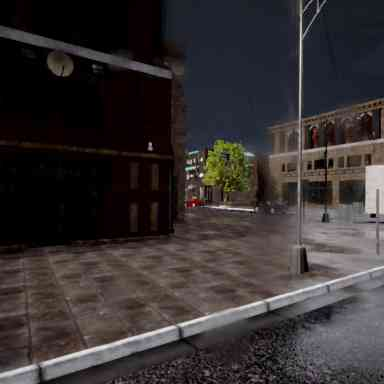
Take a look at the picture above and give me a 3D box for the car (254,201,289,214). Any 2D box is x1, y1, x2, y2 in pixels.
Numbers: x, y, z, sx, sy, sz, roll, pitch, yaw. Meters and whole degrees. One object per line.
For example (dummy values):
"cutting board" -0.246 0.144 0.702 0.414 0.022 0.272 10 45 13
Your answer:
"car" 8.499 1.624 35.983 2.008 1.369 4.403 1 -1 -27

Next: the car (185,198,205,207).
"car" 0.421 1.621 51.459 1.887 1.381 4.507 1 -1 -27
